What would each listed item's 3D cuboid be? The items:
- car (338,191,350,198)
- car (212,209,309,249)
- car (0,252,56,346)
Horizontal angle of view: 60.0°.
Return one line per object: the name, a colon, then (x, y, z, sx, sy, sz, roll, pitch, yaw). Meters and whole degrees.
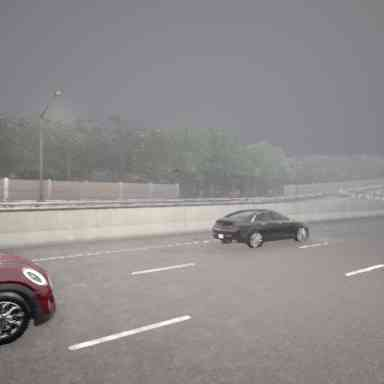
car: (37.060, 0.617, 81.267, 1.882, 1.535, 5.008, 0, 2, 38)
car: (3.117, 1.497, 14.546, 4.892, 1.490, 1.837, 0, 0, -35)
car: (-4.480, 1.352, 4.847, 4.553, 1.767, 2.097, 0, 0, -35)
